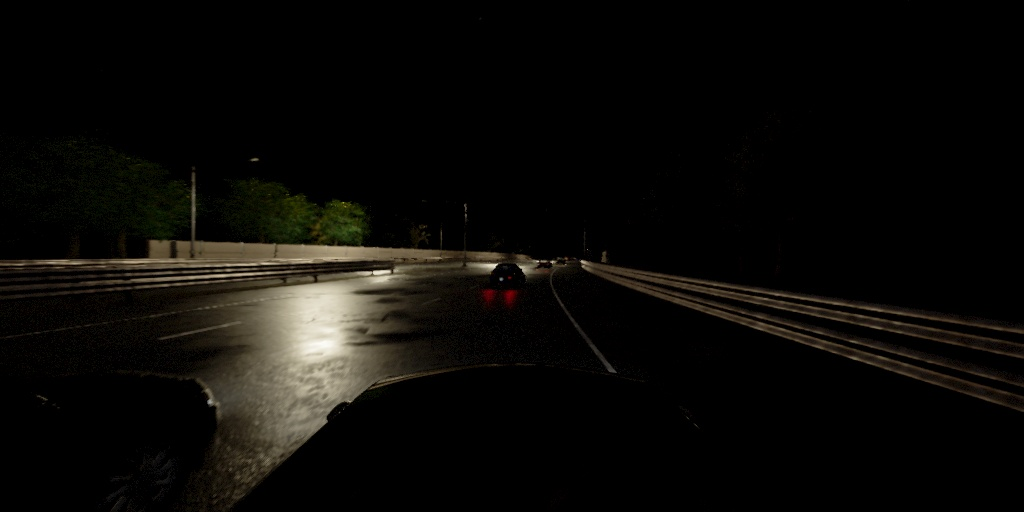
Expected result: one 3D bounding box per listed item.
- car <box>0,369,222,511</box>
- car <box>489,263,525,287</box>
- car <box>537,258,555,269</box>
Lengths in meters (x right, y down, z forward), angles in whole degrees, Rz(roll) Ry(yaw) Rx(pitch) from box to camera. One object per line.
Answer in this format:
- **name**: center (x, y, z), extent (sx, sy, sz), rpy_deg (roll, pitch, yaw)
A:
- **car**: center (-3.731, 1.228, 1.219), extent (1.837, 1.490, 4.892), rpy_deg (0, 0, 8)
- **car**: center (-0.279, 1.194, 23.672), extent (1.812, 1.442, 4.674), rpy_deg (1, 0, 9)
- **car**: center (4.773, 1.196, 52.014), extent (1.895, 1.301, 4.718), rpy_deg (1, 0, 11)
